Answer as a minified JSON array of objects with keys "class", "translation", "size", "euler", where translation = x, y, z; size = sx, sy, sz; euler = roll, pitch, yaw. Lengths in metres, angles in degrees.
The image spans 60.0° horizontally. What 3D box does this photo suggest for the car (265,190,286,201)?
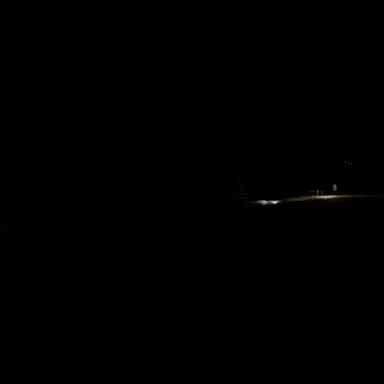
[{"class":"car","translation":[12.730,0.504,50.673],"size":[1.882,1.535,5.008],"euler":[-1,0,35]}]
